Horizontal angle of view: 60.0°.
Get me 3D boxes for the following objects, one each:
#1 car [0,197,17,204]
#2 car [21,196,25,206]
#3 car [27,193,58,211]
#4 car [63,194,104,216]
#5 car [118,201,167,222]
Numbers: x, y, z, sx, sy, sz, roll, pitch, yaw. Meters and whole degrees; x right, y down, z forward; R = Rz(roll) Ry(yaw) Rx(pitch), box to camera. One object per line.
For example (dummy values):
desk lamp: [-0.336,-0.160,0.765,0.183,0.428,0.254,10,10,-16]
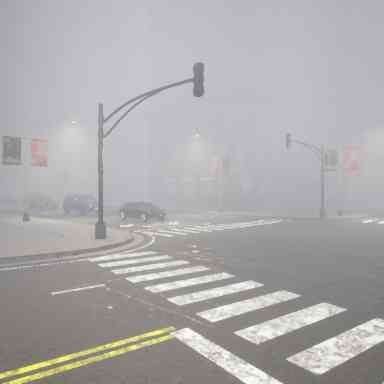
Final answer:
car: [-33.655,1.531,60.987,1.994,1.385,4.181,0,0,-45]
car: [-24.901,1.197,52.225,2.150,2.045,5.566,0,0,-45]
car: [-18.120,1.333,40.576,2.097,1.767,4.553,0,0,-45]
car: [-11.022,1.207,33.463,2.150,2.045,5.566,0,0,-45]
car: [-4.004,1.495,26.439,1.837,1.490,4.892,0,0,-44]
